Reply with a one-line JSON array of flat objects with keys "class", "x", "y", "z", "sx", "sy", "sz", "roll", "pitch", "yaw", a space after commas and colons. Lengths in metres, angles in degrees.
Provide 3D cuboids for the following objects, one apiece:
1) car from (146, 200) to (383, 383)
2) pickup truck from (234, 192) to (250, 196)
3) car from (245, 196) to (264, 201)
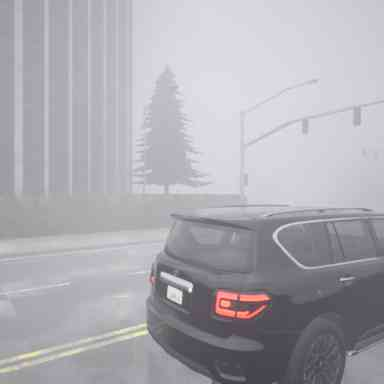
[{"class": "car", "x": 2.014, "y": 1.221, "z": 5.179, "sx": 5.566, "sy": 2.045, "sz": 2.150, "roll": 0, "pitch": 0, "yaw": -35}, {"class": "pickup truck", "x": 10.198, "y": 1.058, "z": 68.782, "sx": 2.390, "sy": 2.098, "sz": 6.274, "roll": 0, "pitch": 0, "yaw": -5}, {"class": "car", "x": 8.404, "y": 1.563, "z": 43.098, "sx": 1.994, "sy": 1.385, "sz": 4.181, "roll": 0, "pitch": 0, "yaw": -36}]
